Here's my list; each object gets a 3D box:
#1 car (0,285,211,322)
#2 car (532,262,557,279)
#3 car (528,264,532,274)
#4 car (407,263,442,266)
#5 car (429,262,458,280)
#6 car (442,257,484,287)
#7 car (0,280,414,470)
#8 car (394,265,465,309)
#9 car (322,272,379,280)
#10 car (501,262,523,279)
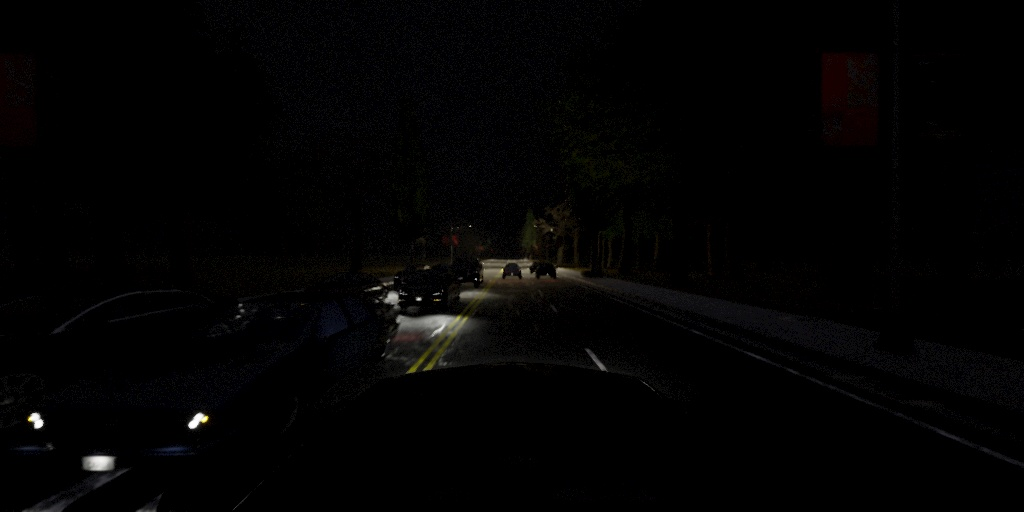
[{"bbox_3d":[-6.595,1.248,5.566,2.128,1.511,4.902,0,0,0],"label":"car"},{"bbox_3d":[3.258,1.447,35.350,1.837,1.490,4.892,0,-1,0],"label":"car"},{"bbox_3d":[3.274,1.548,46.942,1.837,1.490,4.892,0,0,0],"label":"car"},{"bbox_3d":[-6.496,1.342,24.341,2.128,1.511,4.902,0,0,0],"label":"car"},{"bbox_3d":[-6.492,1.413,34.488,1.882,1.535,5.008,0,-1,0],"label":"car"},{"bbox_3d":[-3.245,1.083,25.746,2.150,2.045,5.566,0,0,0],"label":"car"},{"bbox_3d":[-3.346,1.304,5.579,2.033,1.411,5.357,0,0,0],"label":"car"},{"bbox_3d":[-3.319,1.297,15.173,1.837,1.490,4.892,0,0,0],"label":"car"},{"bbox_3d":[-6.572,1.353,14.487,1.994,1.385,4.181,0,0,0],"label":"car"},{"bbox_3d":[0.008,1.469,35.481,1.812,1.442,4.674,0,-1,0],"label":"car"}]
